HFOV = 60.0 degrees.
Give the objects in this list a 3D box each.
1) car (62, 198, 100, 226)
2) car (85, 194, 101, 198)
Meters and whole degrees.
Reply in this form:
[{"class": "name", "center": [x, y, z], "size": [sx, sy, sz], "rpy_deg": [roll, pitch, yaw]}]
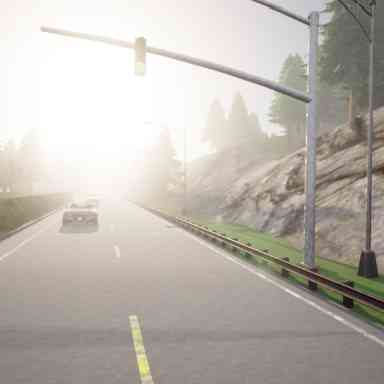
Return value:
[{"class": "car", "center": [-6.803, 1.278, 20.573], "size": [1.994, 1.385, 4.181], "rpy_deg": [1, 1, -15]}, {"class": "car", "center": [-13.449, 0.921, 45.333], "size": [2.033, 1.411, 5.357], "rpy_deg": [1, 0, -15]}]
